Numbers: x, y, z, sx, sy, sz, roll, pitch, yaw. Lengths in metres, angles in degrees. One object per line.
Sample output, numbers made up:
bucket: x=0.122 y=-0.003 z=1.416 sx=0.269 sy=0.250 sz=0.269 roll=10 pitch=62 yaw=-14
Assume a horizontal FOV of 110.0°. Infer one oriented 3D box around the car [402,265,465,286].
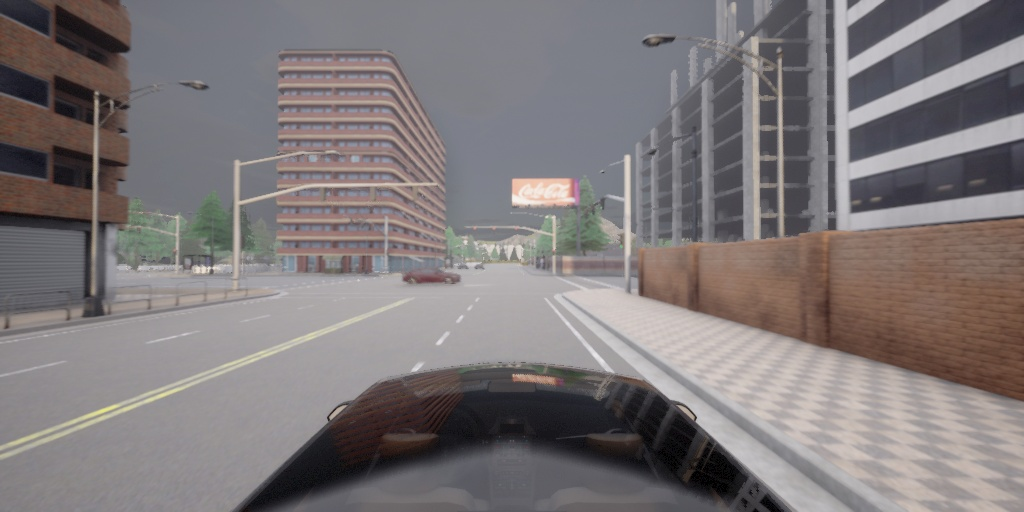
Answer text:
car: x=-6.476 y=1.653 z=28.955 sx=4.674 sy=1.442 sz=1.812 roll=0 pitch=-1 yaw=0
